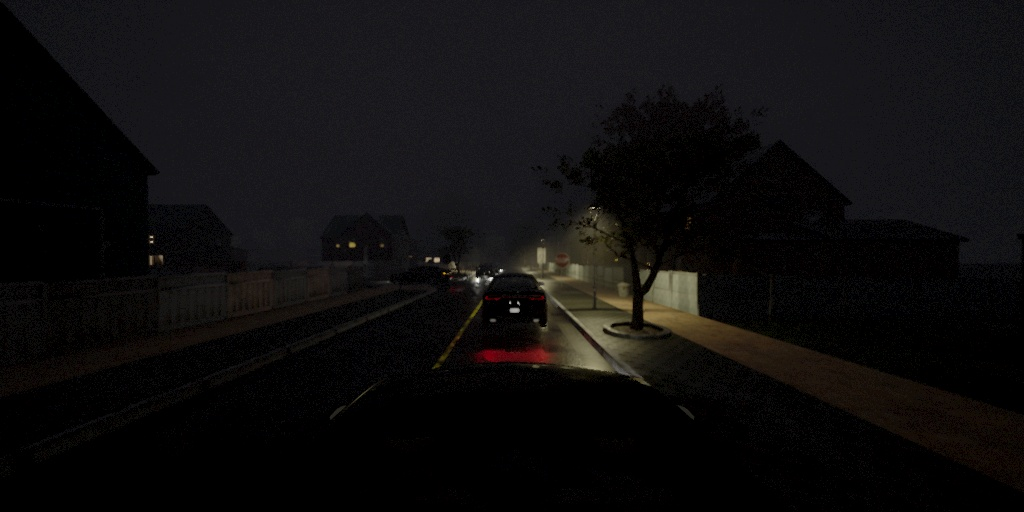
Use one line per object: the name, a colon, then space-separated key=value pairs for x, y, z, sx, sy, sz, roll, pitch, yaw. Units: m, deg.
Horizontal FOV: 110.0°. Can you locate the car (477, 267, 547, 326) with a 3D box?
car: x=0.078 y=1.314 z=12.086 sx=1.882 sy=1.535 sz=5.008 roll=0 pitch=0 yaw=0

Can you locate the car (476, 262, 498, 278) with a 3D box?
car: x=-2.882 y=1.596 z=39.694 sx=1.837 sy=1.490 sz=4.892 roll=0 pitch=-1 yaw=0

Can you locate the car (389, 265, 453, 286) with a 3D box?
car: x=-7.051 y=1.483 z=27.753 sx=4.892 sy=1.490 sz=1.837 roll=0 pitch=-2 yaw=12

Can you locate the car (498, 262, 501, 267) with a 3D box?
car: x=-2.888 y=1.739 z=51.126 sx=1.812 sy=1.442 sz=4.674 roll=0 pitch=0 yaw=0
